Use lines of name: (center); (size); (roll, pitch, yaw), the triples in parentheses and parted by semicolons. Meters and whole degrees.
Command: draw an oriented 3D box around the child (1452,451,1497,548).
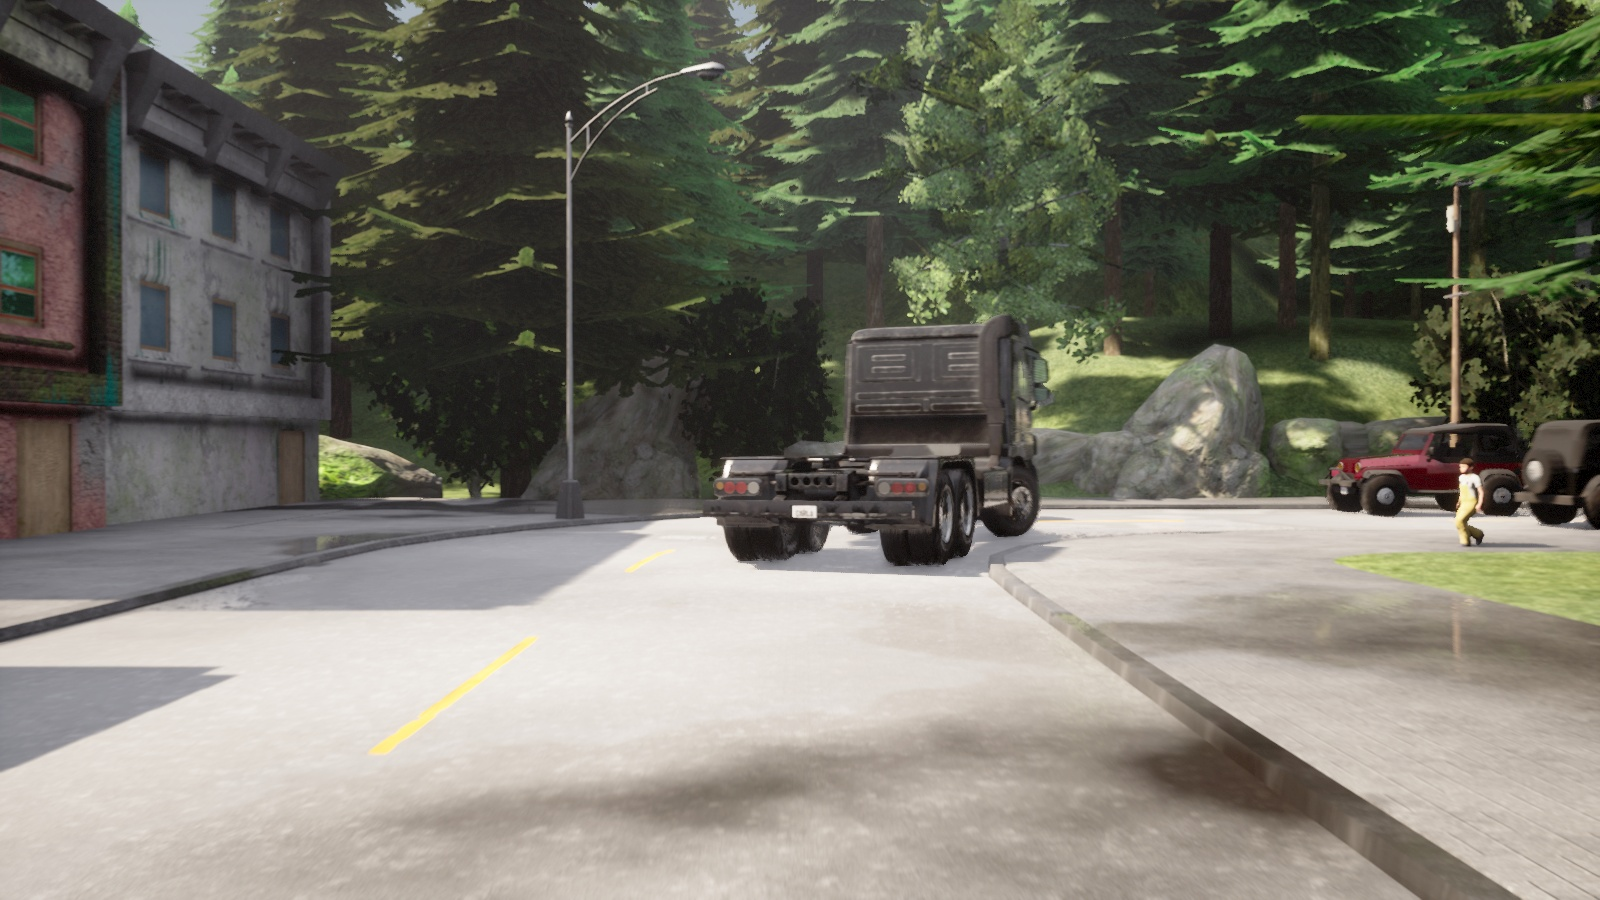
child: (8.921, 0.650, 16.608); (0.437, 1.263, 0.270); (0, 0, -3)

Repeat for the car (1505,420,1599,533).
car: (14.731, 0.431, 21.831); (3.866, 1.878, 1.905); (0, 0, 0)

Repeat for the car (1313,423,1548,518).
car: (12.882, 0.407, 25.822); (3.866, 1.878, 1.905); (0, 0, 0)

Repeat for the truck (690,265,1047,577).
truck: (1.448, -0.335, 18.136); (2.891, 3.462, 7.936); (0, 0, 21)
